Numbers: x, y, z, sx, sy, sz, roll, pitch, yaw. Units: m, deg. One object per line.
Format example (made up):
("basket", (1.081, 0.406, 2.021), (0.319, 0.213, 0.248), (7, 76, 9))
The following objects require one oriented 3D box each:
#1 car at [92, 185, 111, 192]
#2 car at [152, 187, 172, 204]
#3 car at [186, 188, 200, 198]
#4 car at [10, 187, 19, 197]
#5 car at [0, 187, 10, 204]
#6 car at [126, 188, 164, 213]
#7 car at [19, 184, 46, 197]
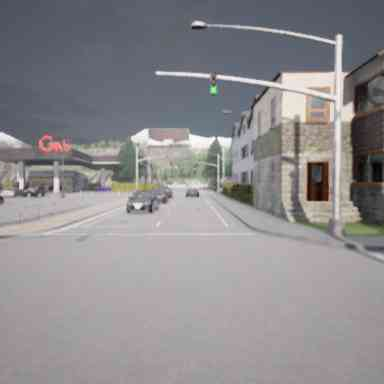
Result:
("car", (-22.180, -0.836, 81.929), (4.611, 1.667, 2.242), (0, 2, 0))
("car", (-3.588, 0.262, 34.398), (2.097, 1.767, 4.553), (0, 2, 0))
("car", (0.092, 0.056, 48.372), (1.994, 1.385, 4.181), (0, 2, 0))
("car", (-25.957, 0.044, 48.541), (1.970, 1.475, 3.806), (0, 2, 0))
("car", (-18.925, 0.532, 30.076), (2.007, 1.523, 4.514), (0, 2, 0))
("car", (-3.573, 0.693, 24.684), (2.128, 1.511, 4.902), (0, 2, 1))
("car", (-22.631, -0.222, 47.931), (1.905, 1.878, 3.866), (0, 2, 0))
